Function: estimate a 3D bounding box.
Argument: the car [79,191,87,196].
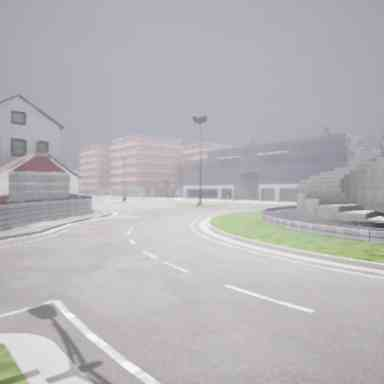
[{"bbox_3d":[-23.373,0.735,68.250,2.150,2.045,5.566,0,1,-40],"label":"car"}]
